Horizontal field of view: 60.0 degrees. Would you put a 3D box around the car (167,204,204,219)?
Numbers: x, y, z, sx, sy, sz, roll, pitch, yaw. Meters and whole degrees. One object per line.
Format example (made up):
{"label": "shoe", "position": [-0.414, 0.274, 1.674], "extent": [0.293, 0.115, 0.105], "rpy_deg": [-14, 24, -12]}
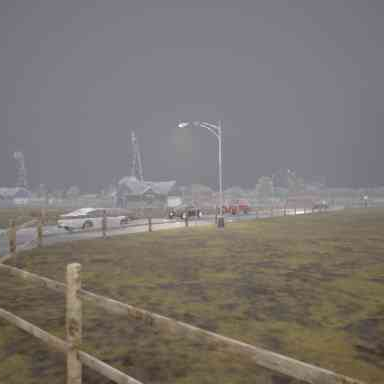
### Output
{"label": "car", "position": [-0.638, 2.013, 34.729], "extent": [1.837, 1.490, 4.892], "rpy_deg": [-2, -2, 36]}

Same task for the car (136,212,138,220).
{"label": "car", "position": [-6.659, 1.884, 26.314], "extent": [2.033, 1.411, 5.357], "rpy_deg": [-2, -2, 36]}

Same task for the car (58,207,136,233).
{"label": "car", "position": [-6.010, 1.701, 20.860], "extent": [1.812, 1.442, 4.674], "rpy_deg": [-2, -2, 35]}

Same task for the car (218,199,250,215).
{"label": "car", "position": [5.556, 1.912, 43.390], "extent": [2.150, 2.045, 5.566], "rpy_deg": [-2, -2, 36]}

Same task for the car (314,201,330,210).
{"label": "car", "position": [25.108, 2.472, 64.333], "extent": [2.097, 1.767, 4.553], "rpy_deg": [-2, -2, 34]}
